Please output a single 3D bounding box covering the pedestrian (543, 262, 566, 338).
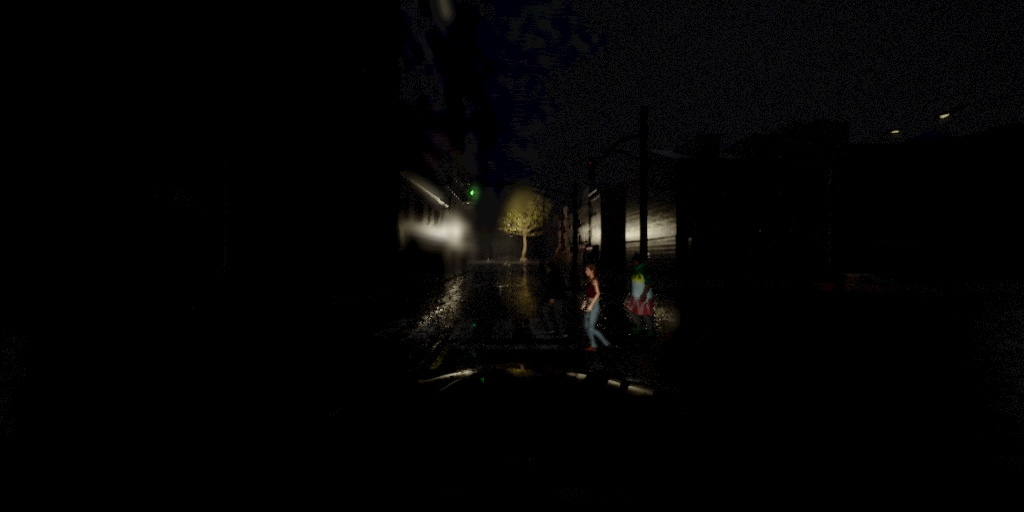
[{"bbox_3d":[0.998,0.993,8.462,0.375,1.860,0.375,0,0,0],"label":"pedestrian"}]

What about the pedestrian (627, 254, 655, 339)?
[{"bbox_3d":[2.833,0.845,7.860,0.375,1.860,0.375,0,0,0],"label":"pedestrian"}]

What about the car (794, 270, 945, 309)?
[{"bbox_3d":[13.883,1.254,14.035,4.829,1.417,1.751,0,0,0],"label":"car"}]

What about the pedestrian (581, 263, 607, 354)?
[{"bbox_3d":[1.630,1.005,7.259,0.375,1.860,0.375,0,0,0],"label":"pedestrian"}]
